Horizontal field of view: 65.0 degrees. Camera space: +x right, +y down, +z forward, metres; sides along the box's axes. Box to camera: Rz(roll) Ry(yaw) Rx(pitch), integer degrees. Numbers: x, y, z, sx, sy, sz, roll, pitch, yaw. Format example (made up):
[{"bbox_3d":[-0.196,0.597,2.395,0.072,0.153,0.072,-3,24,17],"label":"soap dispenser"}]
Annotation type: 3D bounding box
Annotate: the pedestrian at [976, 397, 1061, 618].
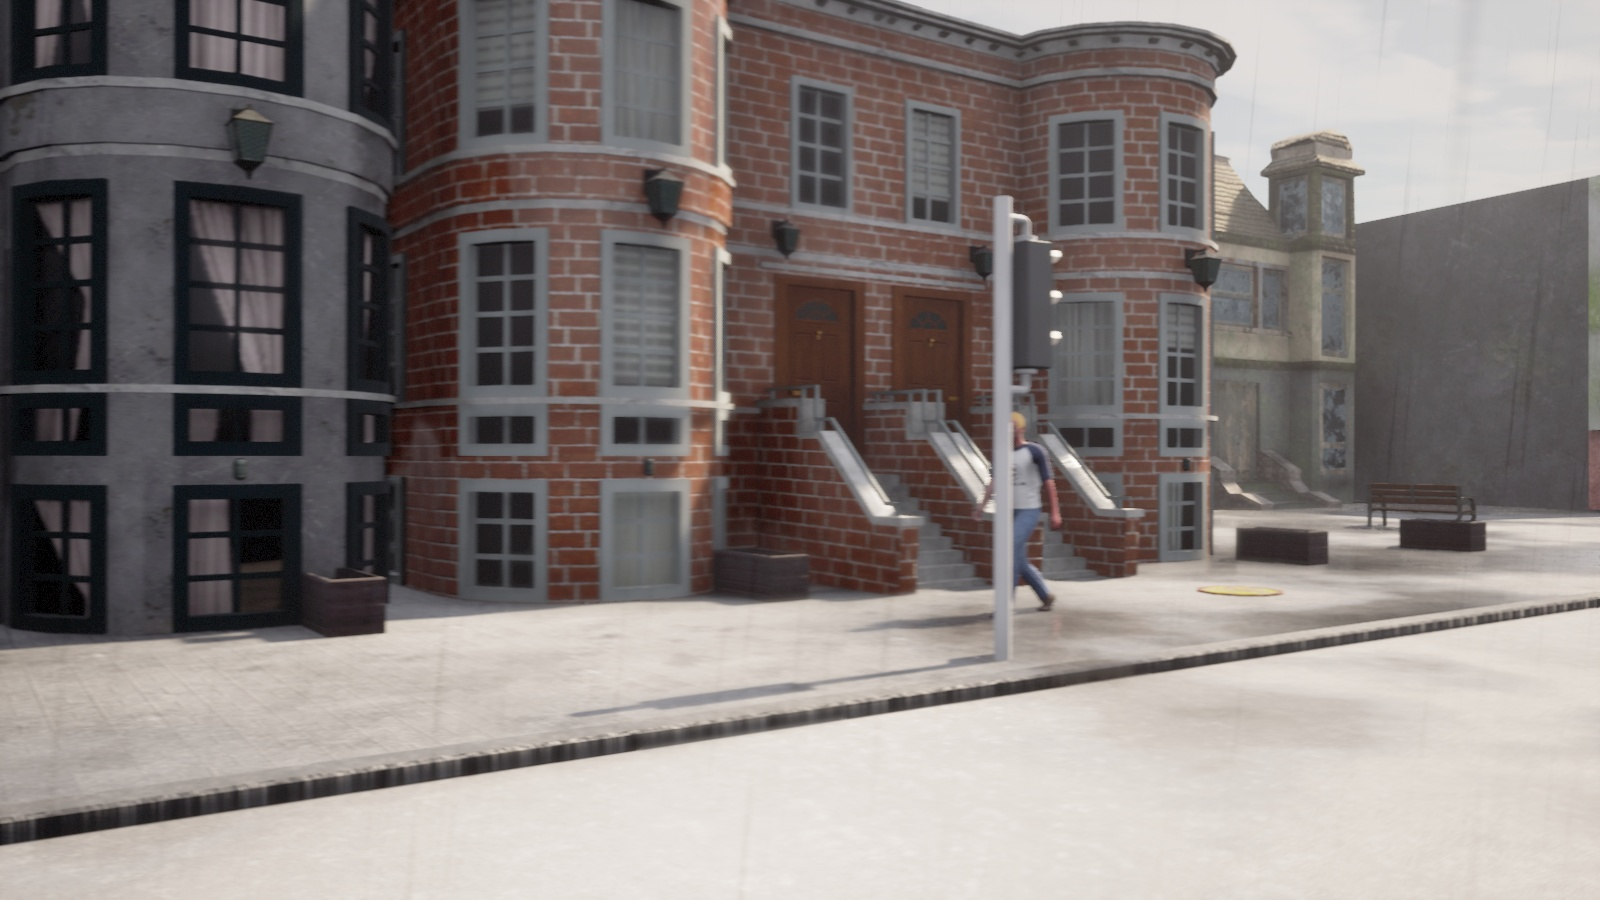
[{"bbox_3d":[1.876,0.476,10.778,0.706,1.836,0.354,0,0,-42],"label":"pedestrian"}]
